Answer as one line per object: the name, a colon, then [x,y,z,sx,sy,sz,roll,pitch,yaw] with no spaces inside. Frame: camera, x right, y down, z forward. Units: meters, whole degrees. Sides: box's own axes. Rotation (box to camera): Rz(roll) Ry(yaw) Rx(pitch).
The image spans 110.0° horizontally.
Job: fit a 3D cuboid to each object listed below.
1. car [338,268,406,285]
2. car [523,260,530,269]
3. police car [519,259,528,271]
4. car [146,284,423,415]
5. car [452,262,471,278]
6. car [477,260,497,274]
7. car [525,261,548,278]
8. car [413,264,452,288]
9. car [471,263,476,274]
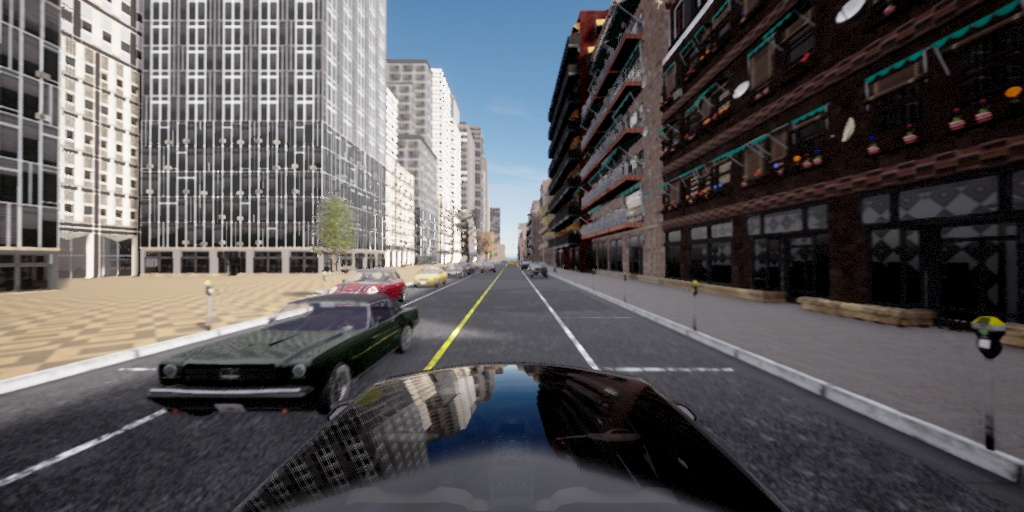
car: [-5.690,1.253,14.496,1.967,1.591,4.097,0,0,0]
car: [2.698,1.513,42.157,2.007,1.370,4.403,0,0,0]
police car: [2.378,1.474,57.538,1.930,1.638,5.238,0,0,0]
car: [-3.092,1.373,6.141,1.895,1.301,4.718,0,0,0]
car: [-5.684,1.481,36.627,2.007,1.370,4.403,0,0,0]
car: [-3.071,1.514,46.997,1.812,1.442,4.674,0,0,0]
car: [2.697,1.482,36.624,2.007,1.370,4.403,0,0,0]
car: [-5.686,1.396,25.392,1.751,1.417,4.829,0,0,0]
car: [-5.683,1.401,42.160,1.967,1.591,4.097,0,0,0]
